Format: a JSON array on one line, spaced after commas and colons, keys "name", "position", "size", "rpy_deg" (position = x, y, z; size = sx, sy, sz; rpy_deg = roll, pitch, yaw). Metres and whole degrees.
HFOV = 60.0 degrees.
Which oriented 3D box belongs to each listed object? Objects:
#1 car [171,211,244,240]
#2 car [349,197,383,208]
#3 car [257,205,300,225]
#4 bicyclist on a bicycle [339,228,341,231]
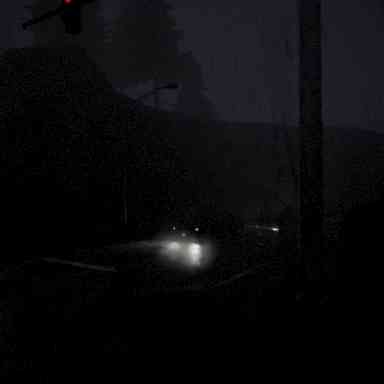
[{"name": "car", "position": [1.088, 1.765, 18.749], "size": [2.033, 1.411, 5.357], "rpy_deg": [-1, -1, 35]}, {"name": "car", "position": [16.997, 1.494, 29.965], "size": [5.566, 2.045, 2.150], "rpy_deg": [0, -1, 12]}, {"name": "car", "position": [7.140, 1.807, 26.679], "size": [4.674, 1.442, 1.812], "rpy_deg": [0, -1, -44]}, {"name": "bicyclist on a bicycle", "position": [8.087, 1.609, 16.417], "size": [1.656, 1.620, 0.582], "rpy_deg": [-1, -1, 34]}]
